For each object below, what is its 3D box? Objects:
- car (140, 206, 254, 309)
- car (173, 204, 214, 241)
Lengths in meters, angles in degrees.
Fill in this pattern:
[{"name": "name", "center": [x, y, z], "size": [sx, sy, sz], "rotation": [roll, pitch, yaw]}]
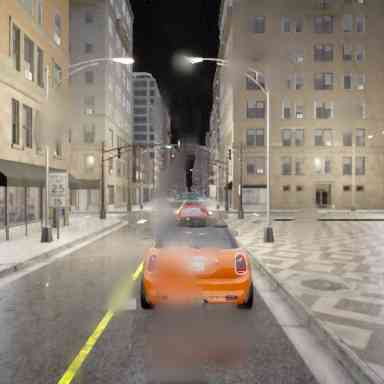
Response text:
[{"name": "car", "center": [0.083, 1.352, 8.018], "size": [2.097, 1.767, 4.553], "rotation": [0, 0, 0]}, {"name": "car", "center": [0.070, 1.477, 17.618], "size": [1.882, 1.535, 5.008], "rotation": [0, 0, 0]}]
